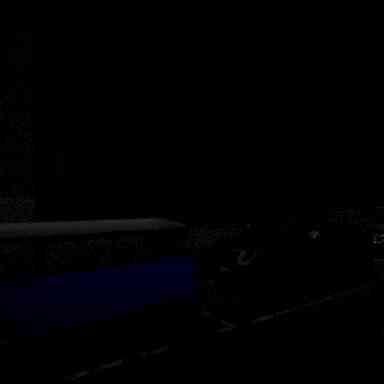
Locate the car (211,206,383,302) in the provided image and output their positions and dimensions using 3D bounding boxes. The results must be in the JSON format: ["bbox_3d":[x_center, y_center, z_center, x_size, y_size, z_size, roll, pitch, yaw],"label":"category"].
[{"bbox_3d":[2.738,1.375,8.590,5.009,1.841,2.192,1,0,-35],"label":"car"}]

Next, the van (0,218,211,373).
[{"bbox_3d":[-1.833,1.354,5.337,3.998,1.788,1.690,1,0,-35],"label":"van"}]
